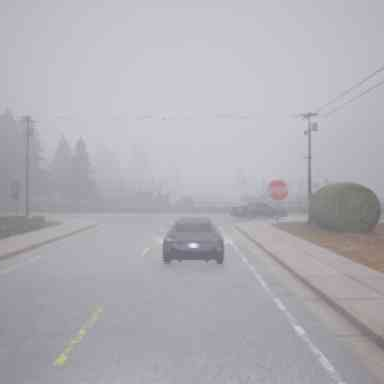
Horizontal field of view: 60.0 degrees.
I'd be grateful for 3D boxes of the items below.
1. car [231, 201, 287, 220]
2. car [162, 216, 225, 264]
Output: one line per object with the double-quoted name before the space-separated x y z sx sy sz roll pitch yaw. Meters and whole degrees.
"car" 5.444 1.481 26.969 4.674 1.442 1.812 0 -1 -17
"car" 0.059 1.557 11.875 1.994 1.385 4.181 0 0 0
